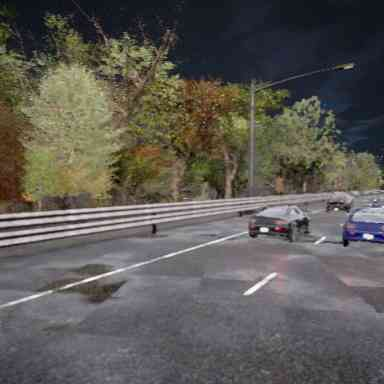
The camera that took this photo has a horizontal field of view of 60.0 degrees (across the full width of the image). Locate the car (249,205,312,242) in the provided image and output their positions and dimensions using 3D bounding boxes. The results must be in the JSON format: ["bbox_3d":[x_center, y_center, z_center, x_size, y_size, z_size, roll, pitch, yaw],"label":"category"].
[{"bbox_3d":[4.023,1.286,14.893,1.812,1.442,4.674,1,1,31],"label":"car"}]

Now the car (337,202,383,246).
[{"bbox_3d":[7.274,1.346,13.424,1.812,1.442,4.674,1,1,31],"label":"car"}]

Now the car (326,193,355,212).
[{"bbox_3d":[13.483,0.877,30.195,1.837,1.490,4.892,0,8,32],"label":"car"}]

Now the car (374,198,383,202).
[{"bbox_3d":[17.055,1.194,29.333,1.994,1.385,4.181,1,1,32],"label":"car"}]
